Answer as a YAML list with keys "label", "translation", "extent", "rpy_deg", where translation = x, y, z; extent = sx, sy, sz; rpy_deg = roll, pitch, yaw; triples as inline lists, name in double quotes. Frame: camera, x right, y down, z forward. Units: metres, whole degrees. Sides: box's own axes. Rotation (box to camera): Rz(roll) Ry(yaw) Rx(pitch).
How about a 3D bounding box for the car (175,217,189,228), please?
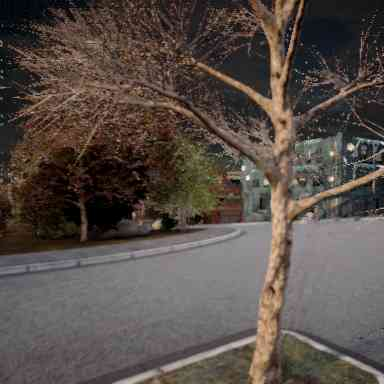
- label: "car"
  translation: [-2.117, 4.109, 45.615]
  extent: [1.882, 1.535, 5.008]
  rpy_deg: [0, -5, -28]

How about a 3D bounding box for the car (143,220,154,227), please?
- label: "car"
  translation: [-7.920, 5.767, 60.316]
  extent: [1.895, 1.301, 4.718]
  rpy_deg: [0, -6, -15]

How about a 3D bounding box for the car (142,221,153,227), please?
- label: "car"
  translation: [-9.939, 7.156, 74.590]
  extent: [1.895, 1.301, 4.718]
  rpy_deg: [0, -6, -3]
